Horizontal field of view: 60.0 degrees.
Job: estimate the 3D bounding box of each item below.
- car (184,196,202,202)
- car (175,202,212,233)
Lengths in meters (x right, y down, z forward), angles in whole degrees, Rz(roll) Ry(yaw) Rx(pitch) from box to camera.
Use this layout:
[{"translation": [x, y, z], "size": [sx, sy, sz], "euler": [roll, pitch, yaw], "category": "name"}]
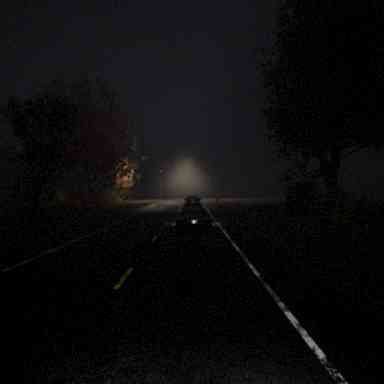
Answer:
[{"translation": [0.105, 1.208, 39.436], "size": [2.097, 1.767, 4.553], "euler": [0, 0, 0], "category": "car"}, {"translation": [0.098, 1.479, 19.044], "size": [1.994, 1.385, 4.181], "euler": [0, 0, 0], "category": "car"}]
